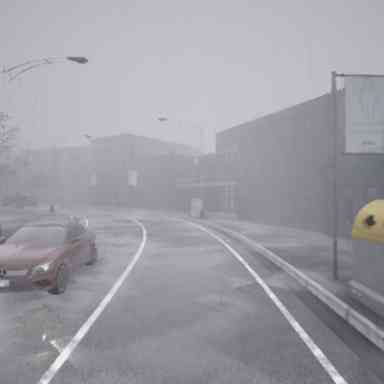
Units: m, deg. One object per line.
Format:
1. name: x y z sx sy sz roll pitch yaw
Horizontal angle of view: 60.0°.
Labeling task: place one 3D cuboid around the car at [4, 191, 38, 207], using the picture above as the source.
1. car: -24.265 0.965 47.094 5.566 2.045 2.150 0 -1 31

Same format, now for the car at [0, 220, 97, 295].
1. car: -3.812 1.511 8.805 1.812 1.442 4.674 0 0 -3
